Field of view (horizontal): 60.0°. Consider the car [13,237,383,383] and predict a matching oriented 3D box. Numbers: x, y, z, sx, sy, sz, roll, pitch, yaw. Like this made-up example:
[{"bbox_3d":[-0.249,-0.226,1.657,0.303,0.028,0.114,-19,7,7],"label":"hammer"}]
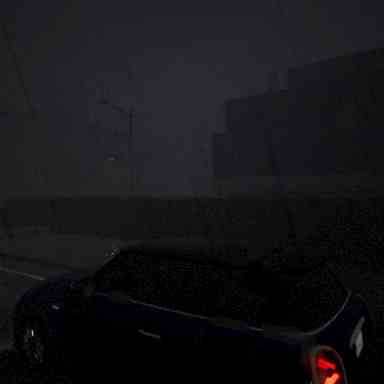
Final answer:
[{"bbox_3d":[-0.251,1.374,4.170,4.553,1.767,2.097,-1,0,36],"label":"car"}]
